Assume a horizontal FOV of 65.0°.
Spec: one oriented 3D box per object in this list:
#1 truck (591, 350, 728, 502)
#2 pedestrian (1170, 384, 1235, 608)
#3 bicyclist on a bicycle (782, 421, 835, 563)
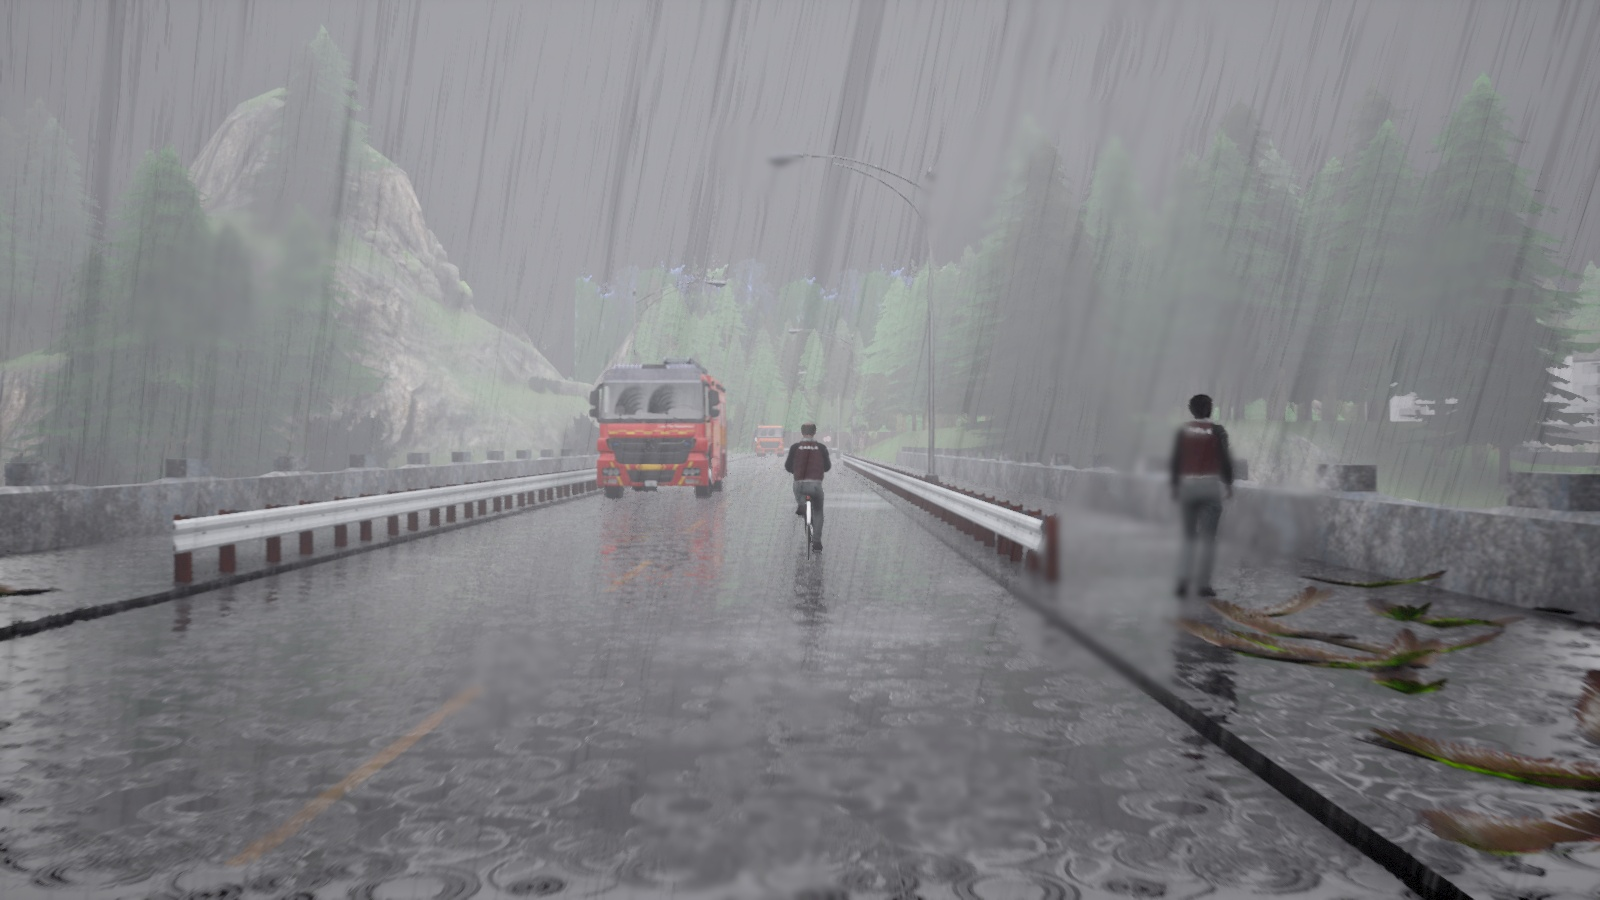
[{"bbox_3d":[-3.772,-0.622,35.700,2.891,3.827,8.468,0,0,0],"label":"truck"},{"bbox_3d":[3.602,0.393,11.214,0.402,1.930,0.666,0,0,31],"label":"pedestrian"},{"bbox_3d":[0.114,0.523,16.718,0.659,1.776,1.843,0,0,0],"label":"bicyclist on a bicycle"}]
